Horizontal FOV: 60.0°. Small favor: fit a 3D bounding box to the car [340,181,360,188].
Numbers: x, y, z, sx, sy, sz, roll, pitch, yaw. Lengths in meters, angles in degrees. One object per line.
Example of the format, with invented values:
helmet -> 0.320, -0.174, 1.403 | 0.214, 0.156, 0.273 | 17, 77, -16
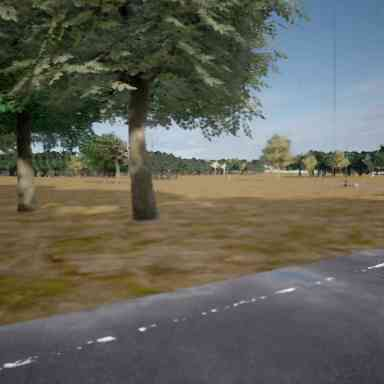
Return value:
car -> 39.782, -2.026, 83.749 | 2.097, 1.767, 4.553 | -2, 3, -33
